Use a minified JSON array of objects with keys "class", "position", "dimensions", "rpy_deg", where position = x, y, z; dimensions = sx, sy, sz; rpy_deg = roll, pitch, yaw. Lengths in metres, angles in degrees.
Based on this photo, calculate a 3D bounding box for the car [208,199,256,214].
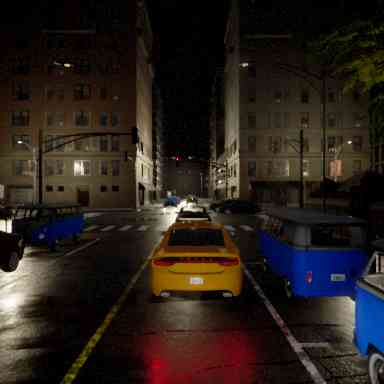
[{"class":"car","position":[4.226,1.506,35.785],"dimensions":[4.892,1.490,1.837],"rpy_deg":[1,0,-1]}]

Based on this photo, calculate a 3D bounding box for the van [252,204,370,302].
[{"class":"van","position":[2.704,1.340,7.989],"dimensions":[1.690,1.788,3.998],"rpy_deg":[0,0,0]}]

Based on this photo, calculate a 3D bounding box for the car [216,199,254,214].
[{"class":"car","position":[4.644,1.552,32.535],"dimensions":[4.181,1.385,1.994],"rpy_deg":[0,0,-1]}]

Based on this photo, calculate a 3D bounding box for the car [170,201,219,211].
[{"class":"car","position":[0.074,1.486,17.995],"dimensions":[2.128,1.511,4.902],"rpy_deg":[0,0,0]}]

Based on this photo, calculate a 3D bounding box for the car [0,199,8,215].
[{"class":"car","position":[-20.910,1.502,32.302],"dimensions":[4.902,1.511,2.128],"rpy_deg":[0,0,-1]}]

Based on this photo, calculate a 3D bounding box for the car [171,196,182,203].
[{"class":"car","position":[-3.148,1.522,69.727],"dimensions":[2.033,1.411,5.357],"rpy_deg":[0,0,-1]}]

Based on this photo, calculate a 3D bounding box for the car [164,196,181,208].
[{"class":"car","position":[-3.055,1.463,48.954],"dimensions":[1.882,1.535,5.008],"rpy_deg":[0,0,0]}]

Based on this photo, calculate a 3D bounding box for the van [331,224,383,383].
[{"class":"van","position":[2.679,1.341,2.331],"dimensions":[1.690,1.788,3.998],"rpy_deg":[0,0,0]}]

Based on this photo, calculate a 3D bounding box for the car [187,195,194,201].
[{"class":"car","position":[-0.322,1.584,89.244],"dimensions":[1.895,1.301,4.718],"rpy_deg":[0,0,-1]}]

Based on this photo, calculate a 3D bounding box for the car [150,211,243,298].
[{"class":"car","position":[0.113,1.477,8.576],"dimensions":[1.882,1.535,5.008],"rpy_deg":[0,0,1]}]

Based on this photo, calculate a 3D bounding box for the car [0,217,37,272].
[{"class":"car","position":[-5.823,1.544,8.016],"dimensions":[1.887,1.381,4.507],"rpy_deg":[0,0,0]}]

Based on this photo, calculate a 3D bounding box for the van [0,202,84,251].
[{"class":"van","position":[-5.798,1.338,13.676],"dimensions":[1.690,1.788,3.998],"rpy_deg":[0,0,0]}]

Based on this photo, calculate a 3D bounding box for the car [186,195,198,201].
[{"class":"car","position":[-0.003,1.334,64.147],"dimensions":[2.097,1.767,4.553],"rpy_deg":[0,0,0]}]
